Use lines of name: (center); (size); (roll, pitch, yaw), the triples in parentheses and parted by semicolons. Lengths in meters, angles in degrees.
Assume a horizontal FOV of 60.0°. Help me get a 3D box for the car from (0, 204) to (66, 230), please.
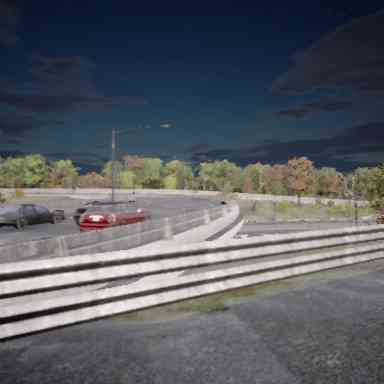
car: (-10.119, 1.449, 20.373); (2.033, 1.411, 5.357); (0, 0, 16)

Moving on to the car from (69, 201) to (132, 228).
car: (-5.974, 1.408, 22.462); (1.837, 1.490, 4.892); (0, 0, 15)

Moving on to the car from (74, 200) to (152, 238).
car: (-3.803, 1.279, 17.443); (2.097, 1.767, 4.553); (0, 0, 17)
